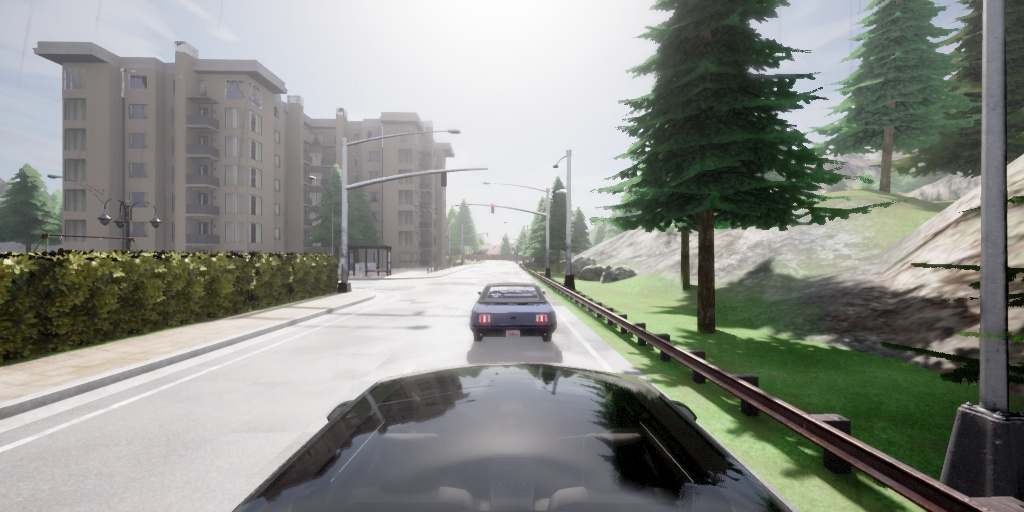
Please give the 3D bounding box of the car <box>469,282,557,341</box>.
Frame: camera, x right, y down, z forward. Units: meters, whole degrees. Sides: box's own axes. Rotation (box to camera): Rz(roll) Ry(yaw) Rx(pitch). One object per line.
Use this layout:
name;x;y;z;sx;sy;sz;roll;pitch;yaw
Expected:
car;-0.004;1.351;9.782;1.895;1.301;4.718;0;0;-1
